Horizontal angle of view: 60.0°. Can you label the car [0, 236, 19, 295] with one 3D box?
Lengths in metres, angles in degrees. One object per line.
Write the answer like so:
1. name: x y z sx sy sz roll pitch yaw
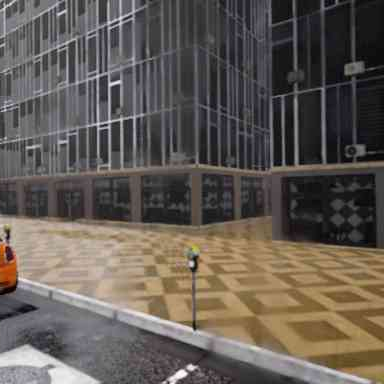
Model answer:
1. car: -5.916 1.341 7.467 4.553 1.767 2.097 0 0 36
